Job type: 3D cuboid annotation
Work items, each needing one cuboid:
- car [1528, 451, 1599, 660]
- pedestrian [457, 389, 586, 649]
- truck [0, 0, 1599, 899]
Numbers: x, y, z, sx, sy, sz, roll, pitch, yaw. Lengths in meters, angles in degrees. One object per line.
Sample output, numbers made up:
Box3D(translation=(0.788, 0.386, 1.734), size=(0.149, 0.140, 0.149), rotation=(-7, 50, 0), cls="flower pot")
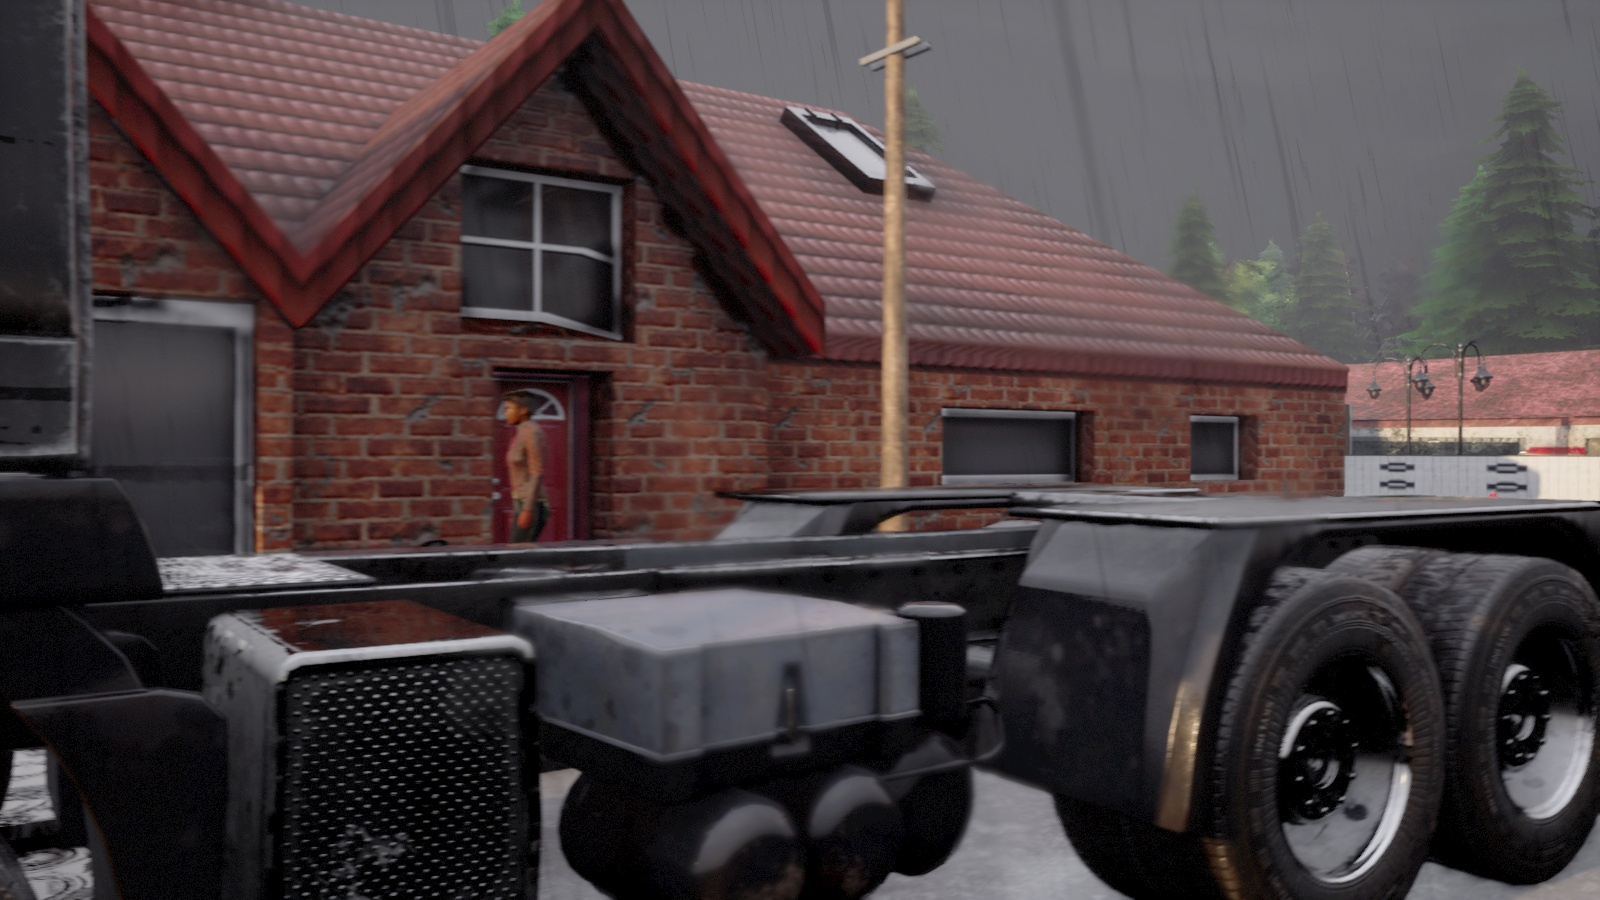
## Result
Box3D(translation=(8.006, 0.752, 9.842), size=(4.792, 1.488, 2.163), rotation=(0, 0, -35), cls="car")
Box3D(translation=(-2.001, 0.481, 9.014), size=(0.869, 1.805, 0.328), rotation=(0, 0, -19), cls="pedestrian")
Box3D(translation=(-0.458, -0.226, 3.937), size=(7.936, 3.462, 2.891), rotation=(0, 0, -34), cls="truck")
